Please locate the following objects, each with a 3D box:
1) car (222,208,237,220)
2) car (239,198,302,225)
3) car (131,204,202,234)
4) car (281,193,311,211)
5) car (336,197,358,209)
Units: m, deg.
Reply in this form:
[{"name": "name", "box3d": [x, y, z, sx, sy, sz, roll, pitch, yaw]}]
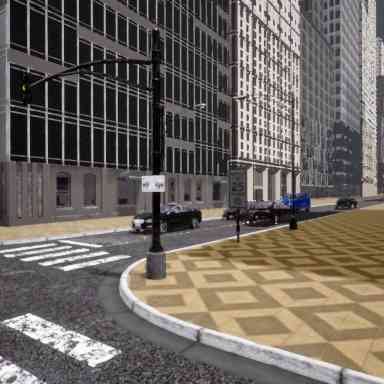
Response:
[{"name": "car", "box3d": [4.570, 1.472, 27.120, 2.033, 1.411, 5.357, 0, 0, 37]}, {"name": "car", "box3d": [5.594, 1.412, 23.151, 2.128, 1.511, 4.902, 0, 0, 37]}, {"name": "car", "box3d": [-1.349, 1.447, 19.218, 2.128, 1.511, 4.902, 0, 0, 37]}, {"name": "car", "box3d": [10.986, 1.113, 35.670, 2.150, 2.045, 5.566, 0, 0, 37]}, {"name": "car", "box3d": [19.494, 1.355, 41.787, 1.837, 1.490, 4.892, 0, 1, 37]}]
